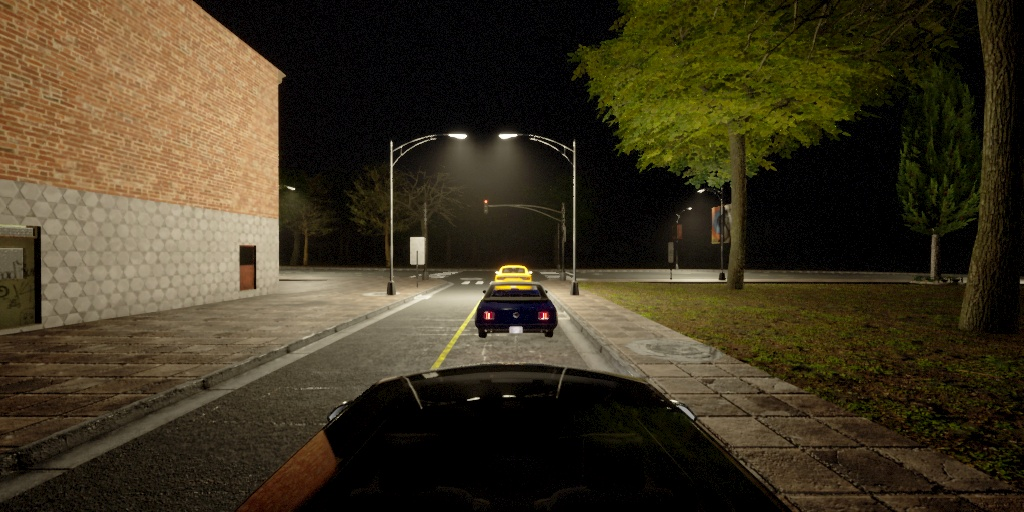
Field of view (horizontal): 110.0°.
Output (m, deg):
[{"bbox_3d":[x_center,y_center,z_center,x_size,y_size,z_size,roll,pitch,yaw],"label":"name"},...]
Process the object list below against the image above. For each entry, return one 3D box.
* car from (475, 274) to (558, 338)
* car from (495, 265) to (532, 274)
[{"bbox_3d":[0.094,1.356,10.174,1.895,1.301,4.718,0,0,0],"label":"car"},{"bbox_3d":[0.091,1.255,19.519,1.882,1.535,5.008,0,0,1],"label":"car"}]
